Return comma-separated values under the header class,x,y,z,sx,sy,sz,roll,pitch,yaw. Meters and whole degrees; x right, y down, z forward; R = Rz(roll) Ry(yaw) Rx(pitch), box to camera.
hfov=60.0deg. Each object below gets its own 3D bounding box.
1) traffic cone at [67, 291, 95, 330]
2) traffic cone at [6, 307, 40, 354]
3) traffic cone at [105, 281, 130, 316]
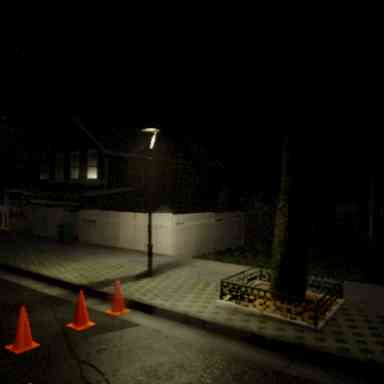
class,x,y,z,sx,sy,sz,roll,pitch,yaw
traffic cone,-1.900,1.988,5.696,0.340,0.580,0.340,0,0,35
traffic cone,-2.478,1.981,4.880,0.340,0.580,0.340,0,0,35
traffic cone,-1.421,1.994,6.353,0.340,0.580,0.340,0,0,34
